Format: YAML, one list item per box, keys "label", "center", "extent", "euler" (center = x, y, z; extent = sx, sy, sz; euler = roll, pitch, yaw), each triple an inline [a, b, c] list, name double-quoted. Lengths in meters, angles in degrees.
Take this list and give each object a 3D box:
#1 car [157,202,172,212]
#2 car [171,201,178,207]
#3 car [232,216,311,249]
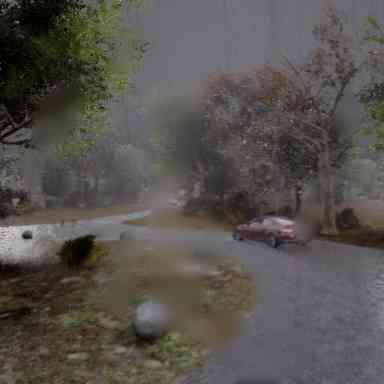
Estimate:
- label: "car"
  center: [-5.842, 3.293, 68.415]
  extent: [1.994, 1.385, 4.181]
  euler: [-1, -1, 5]
- label: "car"
  center: [-4.941, 3.207, 90.138]
  extent: [1.882, 1.535, 5.008]
  euler: [0, 1, 0]
- label: "car"
  center: [3.873, 1.927, 16.766]
  extent: [1.812, 1.442, 4.674]
  euler: [1, -2, -26]
